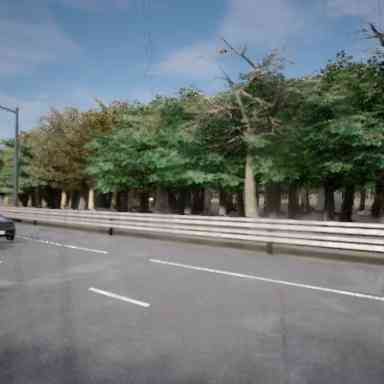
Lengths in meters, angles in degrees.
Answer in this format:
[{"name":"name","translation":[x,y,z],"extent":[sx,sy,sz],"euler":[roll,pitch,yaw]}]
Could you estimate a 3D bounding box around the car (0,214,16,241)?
[{"name":"car","translation":[-10.951,1.813,17.517],"extent":[4.674,1.442,1.812],"euler":[-1,-1,40]}]
